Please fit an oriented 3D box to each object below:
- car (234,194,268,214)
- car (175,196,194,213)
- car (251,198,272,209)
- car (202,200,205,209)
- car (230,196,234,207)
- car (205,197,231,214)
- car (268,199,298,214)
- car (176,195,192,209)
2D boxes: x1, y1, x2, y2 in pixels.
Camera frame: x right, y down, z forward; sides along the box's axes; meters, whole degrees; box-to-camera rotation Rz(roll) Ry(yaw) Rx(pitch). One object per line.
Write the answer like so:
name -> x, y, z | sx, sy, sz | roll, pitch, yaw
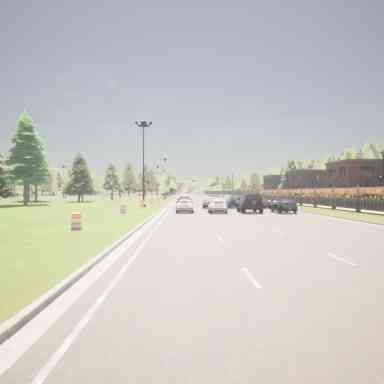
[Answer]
car -> 6.204, 1.218, 35.822 | 2.150, 2.045, 5.566 | 0, 0, 0
car -> -0.798, 1.523, 36.253 | 1.812, 1.442, 4.674 | 0, 0, -1
car -> 9.432, 1.560, 45.417 | 1.994, 1.385, 4.181 | 0, 0, -1
car -> 2.424, 1.597, 45.788 | 1.895, 1.301, 4.718 | 0, 0, -1
car -> 5.920, 1.348, 46.298 | 2.097, 1.767, 4.553 | 0, 0, -1
car -> 2.717, 1.523, 35.679 | 1.812, 1.442, 4.674 | 0, 0, -1
car -> 9.718, 1.489, 35.428 | 2.128, 1.511, 4.902 | 0, 0, -1
car -> -1.079, 1.348, 46.264 | 2.097, 1.767, 4.553 | 0, 0, -1
